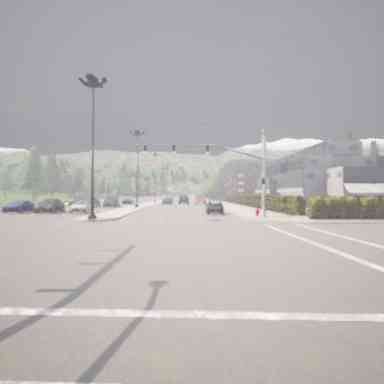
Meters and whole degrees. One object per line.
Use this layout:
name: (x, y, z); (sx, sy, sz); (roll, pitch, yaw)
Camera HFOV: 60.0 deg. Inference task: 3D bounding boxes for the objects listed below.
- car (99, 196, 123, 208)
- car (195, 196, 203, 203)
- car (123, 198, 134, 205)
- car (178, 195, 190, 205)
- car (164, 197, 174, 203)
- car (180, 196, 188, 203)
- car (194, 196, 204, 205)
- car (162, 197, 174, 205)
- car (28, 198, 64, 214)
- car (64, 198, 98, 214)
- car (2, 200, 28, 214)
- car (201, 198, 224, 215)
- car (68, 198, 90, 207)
car: (-12.923, 1.840, 53.238); (1.994, 1.385, 4.181); (0, 0, -1)
car: (1.656, 1.805, 78.785); (1.837, 1.490, 4.892); (0, 0, -1)
car: (-13.157, 1.953, 68.241); (1.895, 1.301, 4.718); (0, 0, -1)
car: (-1.651, 1.609, 68.034); (2.150, 2.045, 5.566); (0, 0, -1)
car: (-5.342, 1.827, 78.655); (2.033, 1.411, 5.357); (0, 0, -1)
car: (-1.843, 1.774, 78.720); (1.882, 1.535, 5.008); (0, 0, -1)
car: (1.837, 1.748, 68.756); (2.097, 1.767, 4.553); (0, 0, -1)
car: (-5.158, 1.921, 68.356); (2.033, 1.411, 5.357); (0, 0, -1)
car: (-16.075, 1.530, 37.571); (2.097, 1.767, 4.553); (0, 0, -1)
car: (-12.586, 1.714, 38.021); (1.812, 1.442, 4.674); (0, 0, -1)
car: (-19.582, 1.648, 37.825); (1.882, 1.535, 5.008); (0, 0, -1)
car: (2.517, 1.716, 37.544); (2.128, 1.511, 4.902); (0, 0, -1)
car: (-19.995, 1.839, 59.030); (2.033, 1.411, 5.357); (0, 0, -1)
